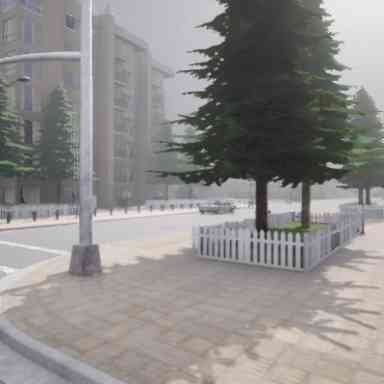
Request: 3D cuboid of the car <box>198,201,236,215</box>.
[{"bbox_3d":[2.554,1.541,33.215,1.895,1.301,4.718,0,0,34],"label":"car"}]
